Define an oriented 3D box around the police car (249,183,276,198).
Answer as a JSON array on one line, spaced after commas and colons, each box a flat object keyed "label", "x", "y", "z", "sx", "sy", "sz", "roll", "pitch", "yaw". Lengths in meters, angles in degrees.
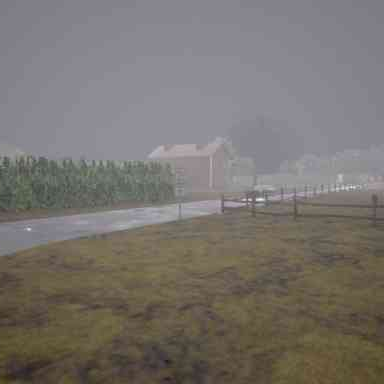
[{"label": "police car", "x": 8.702, "y": -0.239, "z": 41.015, "sx": 1.930, "sy": 1.638, "sz": 5.238, "roll": 3, "pitch": 4, "yaw": 35}]
